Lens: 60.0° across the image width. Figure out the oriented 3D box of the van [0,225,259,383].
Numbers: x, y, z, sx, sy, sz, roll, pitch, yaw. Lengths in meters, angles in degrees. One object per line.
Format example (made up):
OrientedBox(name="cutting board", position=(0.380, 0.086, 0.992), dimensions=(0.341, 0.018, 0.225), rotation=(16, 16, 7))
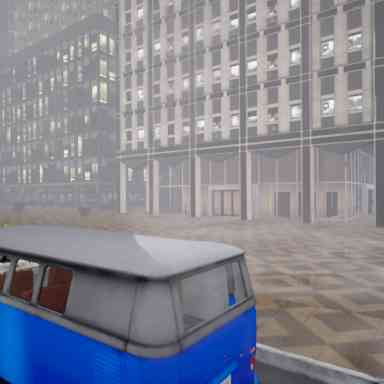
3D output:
OrientedBox(name="van", position=(-1.254, 1.341, 3.775), dimensions=(3.998, 1.788, 1.690), rotation=(0, 0, 35))
